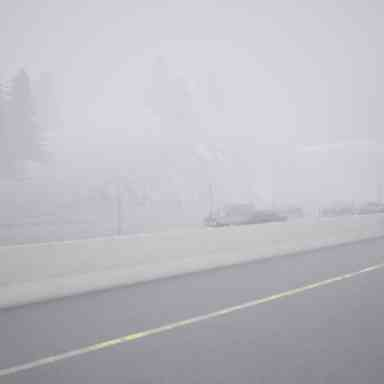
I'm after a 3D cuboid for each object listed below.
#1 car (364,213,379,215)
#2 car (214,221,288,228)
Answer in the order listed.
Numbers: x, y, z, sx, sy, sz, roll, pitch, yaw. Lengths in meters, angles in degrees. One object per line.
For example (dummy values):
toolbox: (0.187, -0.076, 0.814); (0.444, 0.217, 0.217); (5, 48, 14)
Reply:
car: (18.359, 1.769, 33.549); (1.837, 1.490, 4.892); (-1, -1, 45)
car: (3.720, 1.743, 20.154); (5.357, 1.411, 2.033); (0, -1, -40)
